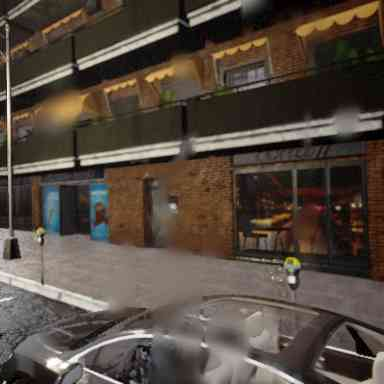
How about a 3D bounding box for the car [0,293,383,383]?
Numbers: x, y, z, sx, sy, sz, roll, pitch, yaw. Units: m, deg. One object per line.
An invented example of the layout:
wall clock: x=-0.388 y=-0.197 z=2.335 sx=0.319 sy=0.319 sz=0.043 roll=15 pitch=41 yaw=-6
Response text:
car: x=0.181 y=1.548 z=2.623 sx=4.403 sy=1.369 sz=2.008 roll=0 pitch=-2 yaw=36
